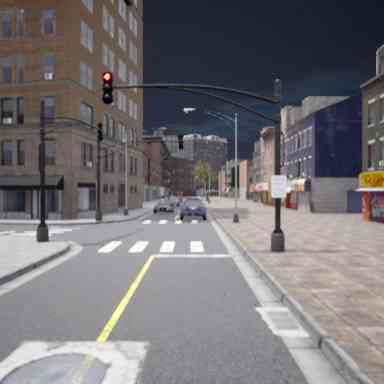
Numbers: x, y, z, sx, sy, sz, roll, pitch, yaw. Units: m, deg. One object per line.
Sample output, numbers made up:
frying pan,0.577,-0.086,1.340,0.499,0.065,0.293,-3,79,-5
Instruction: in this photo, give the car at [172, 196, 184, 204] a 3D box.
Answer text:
car,-2.774,1.589,67.140,2.033,1.411,5.357,0,0,0

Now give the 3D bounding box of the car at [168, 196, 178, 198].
car,-2.859,1.347,49.427,2.097,1.767,4.553,0,0,0

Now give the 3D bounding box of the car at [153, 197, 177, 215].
car,-2.860,1.556,34.382,1.994,1.385,4.181,0,0,0

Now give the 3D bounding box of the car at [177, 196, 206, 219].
car,0.089,1.345,28.751,2.097,1.767,4.553,0,0,0
